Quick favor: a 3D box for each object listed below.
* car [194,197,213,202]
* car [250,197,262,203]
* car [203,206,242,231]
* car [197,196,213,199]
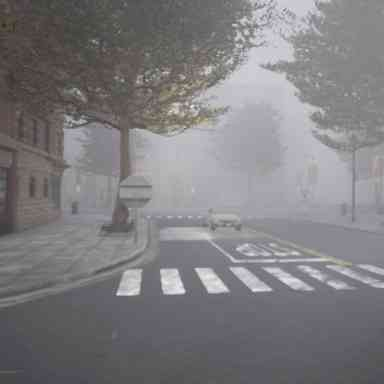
[{"bbox_3d":[2.870,1.966,85.785,4.718,1.301,1.895,0,0,-6],"label":"car"},{"bbox_3d":[15.413,1.886,79.662,4.674,1.452,2.002,0,0,-6],"label":"car"},{"bbox_3d":[1.881,1.661,21.756,1.812,1.442,4.674,0,0,-7],"label":"car"},{"bbox_3d":[3.749,1.858,74.211,4.786,1.482,2.161,0,0,-6],"label":"car"}]
